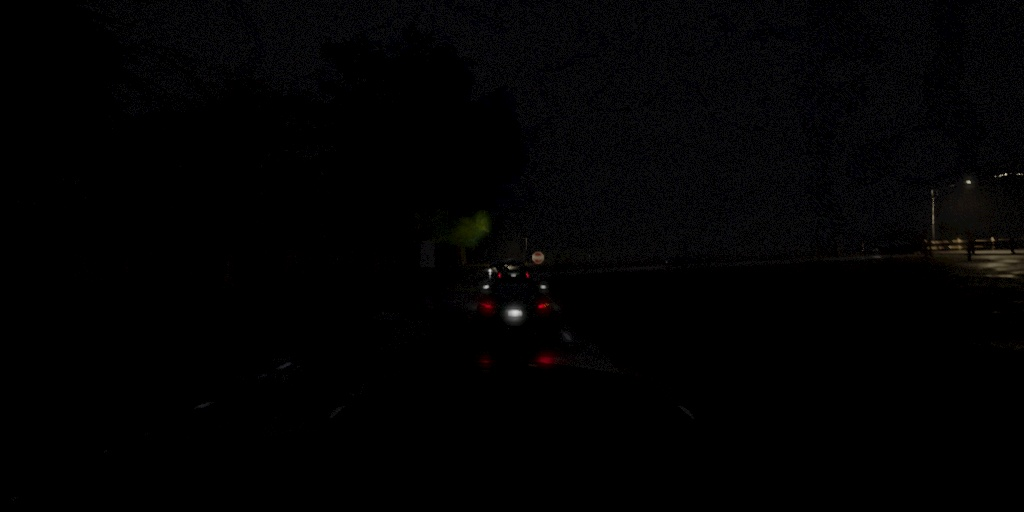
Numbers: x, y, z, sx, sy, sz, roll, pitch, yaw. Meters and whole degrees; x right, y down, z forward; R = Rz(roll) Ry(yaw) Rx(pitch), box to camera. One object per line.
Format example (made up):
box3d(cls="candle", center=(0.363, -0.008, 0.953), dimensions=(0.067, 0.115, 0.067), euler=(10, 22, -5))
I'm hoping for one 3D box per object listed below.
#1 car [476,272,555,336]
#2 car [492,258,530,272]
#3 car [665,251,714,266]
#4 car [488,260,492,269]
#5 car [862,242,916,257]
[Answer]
box3d(cls="car", center=(0.091, 1.321, 10.425), dimensions=(1.994, 1.385, 4.181), euler=(0, 0, 0))
box3d(cls="car", center=(0.066, 1.127, 22.203), dimensions=(2.097, 1.767, 4.553), euler=(0, 0, -1))
box3d(cls="car", center=(19.269, 0.261, 39.005), dimensions=(4.902, 1.511, 2.128), euler=(-3, 1, 1))
box3d(cls="car", center=(-2.846, 1.369, 59.630), dimensions=(1.837, 1.490, 4.892), euler=(0, 0, 0))
box3d(cls="car", center=(40.752, -0.743, 38.779), dimensions=(4.674, 1.442, 1.812), euler=(-3, 1, 1))
